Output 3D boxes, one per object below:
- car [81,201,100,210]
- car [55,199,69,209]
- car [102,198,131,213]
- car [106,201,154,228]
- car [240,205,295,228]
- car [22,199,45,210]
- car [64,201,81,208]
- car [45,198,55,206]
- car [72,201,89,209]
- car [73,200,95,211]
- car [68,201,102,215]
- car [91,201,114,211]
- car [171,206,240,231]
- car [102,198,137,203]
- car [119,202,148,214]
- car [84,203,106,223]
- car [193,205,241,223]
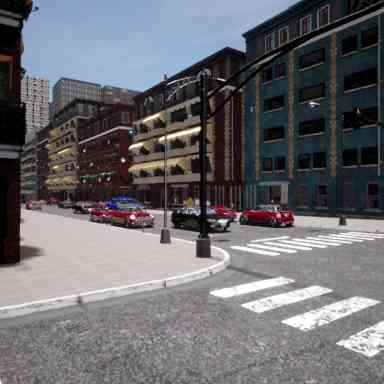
[{"bbox_3d":[-17.036,2.259,55.897,1.802,1.307,4.206,-1,0,-35],"label":"car"},{"bbox_3d":[-22.611,2.312,59.564,1.994,1.385,4.181,0,-1,-35],"label":"car"},{"bbox_3d":[-10.668,1.856,46.813,2.192,1.841,5.009,-1,0,-35],"label":"car"},{"bbox_3d":[-4.358,1.694,24.099,1.967,1.590,4.097,-1,0,-35],"label":"car"},{"bbox_3d":[5.274,1.639,24.106,1.967,1.590,4.097,-1,0,-35],"label":"car"},{"bbox_3d":[-26.664,2.171,55.897,1.967,1.590,4.097,-1,0,-35],"label":"car"},{"bbox_3d":[-23.410,2.378,64.981,1.947,1.339,4.313,-1,0,-35],"label":"car"},{"bbox_3d":[-32.973,2.329,78.609,2.192,1.841,5.009,-1,0,-35],"label":"car"},{"bbox_3d":[-20.223,2.326,60.439,1.802,1.307,4.206,-1,0,-35],"label":"car"},{"bbox_3d":[-16.722,2.101,51.170,1.882,1.535,5.008,0,-1,-35],"label":"car"},{"bbox_3d":[-13.236,1.983,41.101,2.128,1.511,4.902,0,-1,-35],"label":"car"},{"bbox_3d":[-13.850,2.160,51.354,2.008,1.369,4.403,-1,0,-35],"label":"car"},{"bbox_3d":[0.453,1.690,21.545,2.128,1.511,4.902,0,-1,-35],"label":"car"},{"bbox_3d":[-6.146,1.565,30.964,2.150,2.045,5.566,0,-1,-35],"label":"car"},{"bbox_3d":[-7.477,2.038,42.269,1.947,1.339,4.313,-1,0,-35],"label":"car"},{"bbox_3d":[-7.543,1.904,28.641,1.802,1.307,4.206,-1,0,-35],"label":"car"},{"bbox_3d":[2.086,1.849,28.645,1.802,1.307,4.206,-1,0,-35],"label":"car"}]
